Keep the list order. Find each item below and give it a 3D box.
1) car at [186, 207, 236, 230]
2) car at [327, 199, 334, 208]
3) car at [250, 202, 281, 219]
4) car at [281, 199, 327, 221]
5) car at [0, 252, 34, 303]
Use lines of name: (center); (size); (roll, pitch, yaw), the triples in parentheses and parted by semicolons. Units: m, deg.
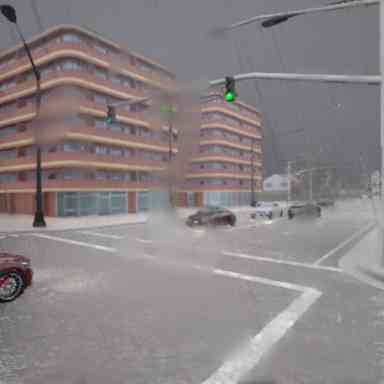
car: (1.356, 1.706, 22.642); (1.994, 1.385, 4.181); (-1, 0, 34)
car: (20.146, 1.692, 50.433); (2.033, 1.411, 5.357); (-1, 0, 34)
car: (7.062, 1.669, 31.091); (1.812, 1.442, 4.674); (-1, 0, 34)
car: (9.749, 1.595, 28.662); (2.128, 1.511, 4.902); (-1, -1, 34)
car: (-5.406, 1.607, 6.155); (1.812, 1.442, 4.674); (-1, 0, 34)
